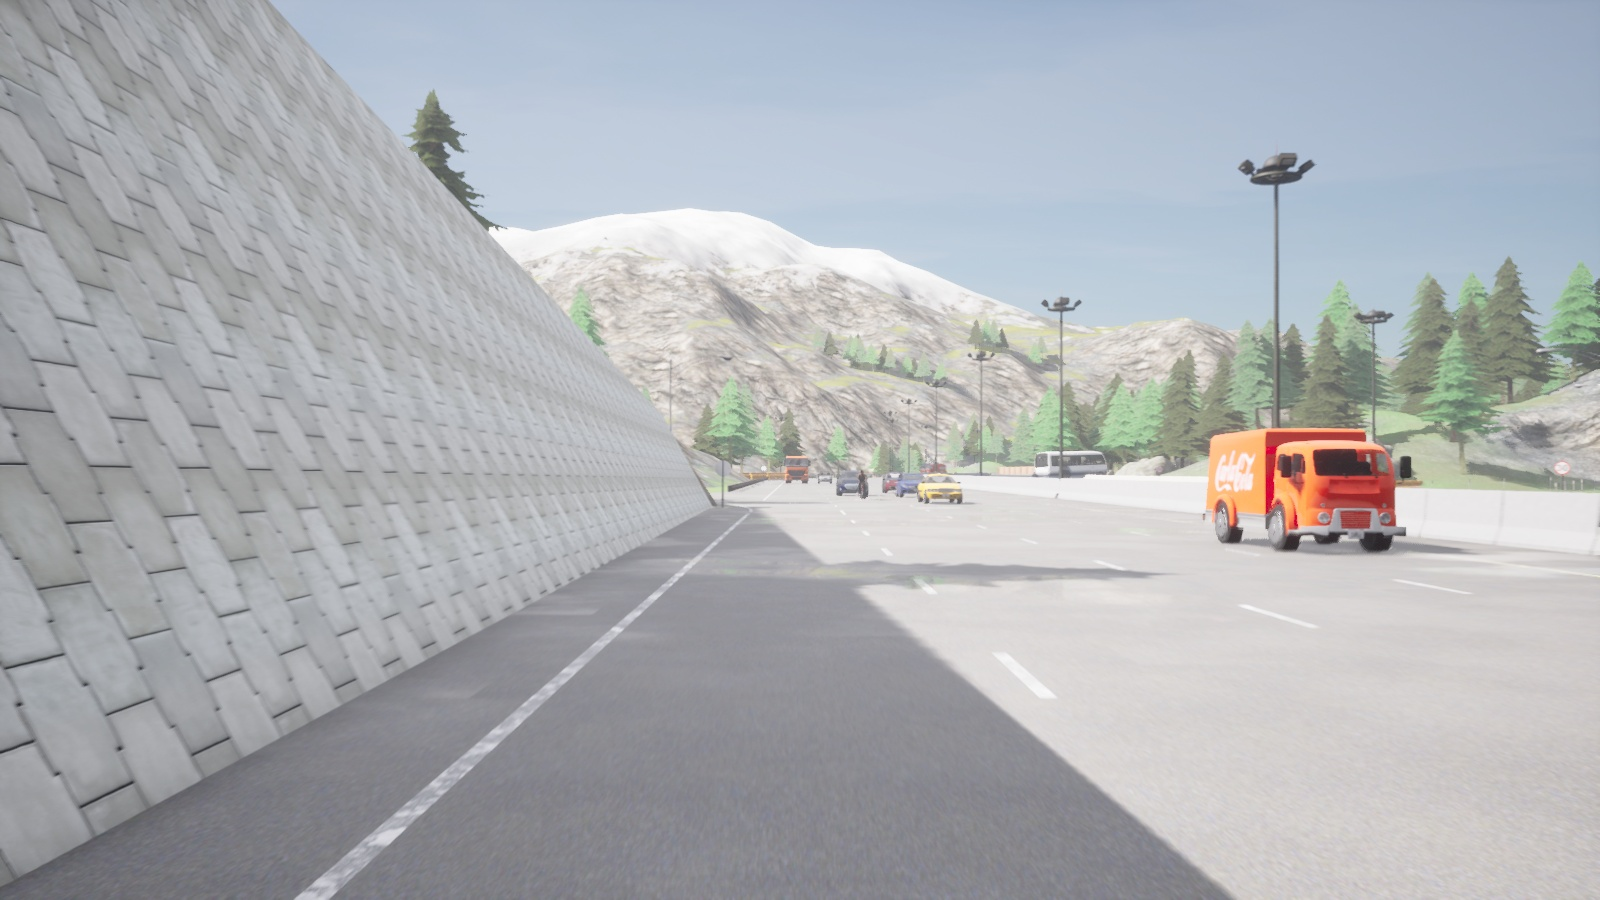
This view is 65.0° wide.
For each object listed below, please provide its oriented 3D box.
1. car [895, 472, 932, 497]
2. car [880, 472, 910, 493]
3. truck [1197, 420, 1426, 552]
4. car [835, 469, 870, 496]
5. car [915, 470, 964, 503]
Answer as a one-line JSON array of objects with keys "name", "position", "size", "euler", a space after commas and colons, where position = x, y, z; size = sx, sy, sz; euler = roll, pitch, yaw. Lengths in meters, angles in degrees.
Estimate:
[{"name": "car", "position": [6.816, 2.078, 75.810], "size": [1.812, 1.442, 4.674], "euler": [0, -1, 0]}, {"name": "car", "position": [6.783, 2.300, 89.779], "size": [1.845, 1.501, 3.633], "euler": [0, -1, 0]}, {"name": "truck", "position": [10.434, 0.728, 26.219], "size": [2.627, 2.467, 5.204], "euler": [0, -1, 0]}, {"name": "car", "position": [3.306, 2.062, 79.759], "size": [2.033, 1.649, 4.856], "euler": [0, -1, 0]}, {"name": "car", "position": [6.850, 1.760, 61.965], "size": [1.801, 1.575, 5.366], "euler": [0, -1, 0]}]
